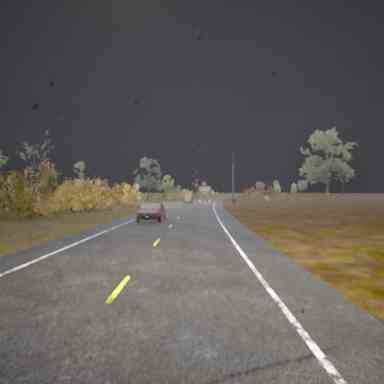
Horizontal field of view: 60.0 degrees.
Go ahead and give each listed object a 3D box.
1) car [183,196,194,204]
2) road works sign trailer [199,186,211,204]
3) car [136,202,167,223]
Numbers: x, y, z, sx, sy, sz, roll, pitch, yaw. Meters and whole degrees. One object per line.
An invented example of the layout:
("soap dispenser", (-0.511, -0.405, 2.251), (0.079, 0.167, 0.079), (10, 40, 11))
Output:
("car", (-0.740, 1.617, 67.574), (2.128, 1.511, 4.902), (0, 0, 5))
("road works sign trailer", (2.474, 0.564, 63.982), (2.380, 3.560, 2.880), (0, 0, 5))
("car", (-3.139, 1.520, 26.296), (1.882, 1.535, 5.008), (0, 0, 2))
